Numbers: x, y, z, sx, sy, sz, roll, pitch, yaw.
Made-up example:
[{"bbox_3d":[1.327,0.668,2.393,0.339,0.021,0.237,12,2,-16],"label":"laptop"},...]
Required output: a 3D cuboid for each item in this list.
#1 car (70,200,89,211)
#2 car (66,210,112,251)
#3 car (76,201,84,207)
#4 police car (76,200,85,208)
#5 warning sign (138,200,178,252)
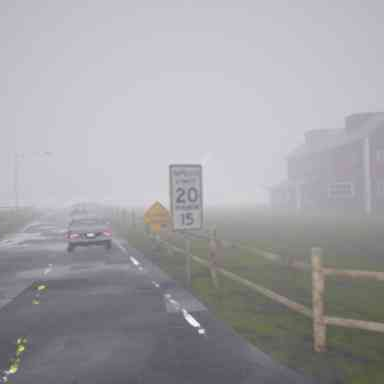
[{"bbox_3d":[-13.460,2.042,39.924,2.097,1.767,4.553,-1,-1,-19],"label":"car"},{"bbox_3d":[-4.862,1.809,15.658,2.033,1.411,5.357,-1,-1,-19],"label":"car"},{"bbox_3d":[-29.587,3.028,87.727,1.812,1.442,4.674,-1,0,-20],"label":"car"},{"bbox_3d":[-26.286,2.767,78.407,1.930,1.638,5.238,-1,0,-20],"label":"police car"},{"bbox_3d":[-1.344,1.263,12.879,1.300,1.860,1.060,-1,0,-20],"label":"warning sign"}]
